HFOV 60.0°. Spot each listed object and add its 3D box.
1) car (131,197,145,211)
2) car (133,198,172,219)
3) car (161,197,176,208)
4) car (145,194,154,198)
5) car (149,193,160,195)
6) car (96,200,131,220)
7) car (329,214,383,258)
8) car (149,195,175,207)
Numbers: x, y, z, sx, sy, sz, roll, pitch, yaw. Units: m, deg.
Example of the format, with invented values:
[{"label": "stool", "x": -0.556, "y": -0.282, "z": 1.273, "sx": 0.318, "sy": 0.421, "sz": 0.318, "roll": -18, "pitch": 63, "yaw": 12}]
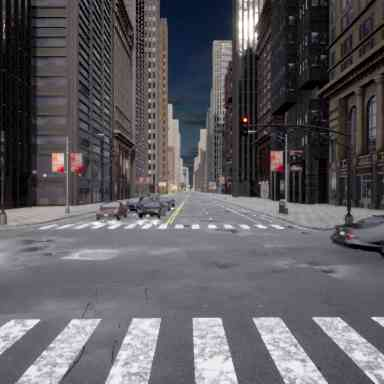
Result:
[{"label": "car", "x": -6.677, "y": 1.580, "z": 37.132, "sx": 1.895, "sy": 1.301, "sz": 4.718, "roll": 0, "pitch": 0, "yaw": 0}, {"label": "car", "x": -3.385, "y": 1.533, "z": 29.460, "sx": 2.033, "sy": 1.411, "sz": 5.357, "roll": 0, "pitch": 0, "yaw": 4}, {"label": "car", "x": -3.457, "y": 1.514, "z": 49.751, "sx": 2.033, "sy": 1.411, "sz": 5.357, "roll": 0, "pitch": 0, "yaw": 0}, {"label": "car", "x": -6.698, "y": 1.474, "z": 47.372, "sx": 1.837, "sy": 1.490, "sz": 4.892, "roll": 0, "pitch": 0, "yaw": 0}, {"label": "car", "x": -6.683, "y": 1.175, "z": 57.821, "sx": 2.150, "sy": 2.045, "sz": 5.566, "roll": 0, "pitch": 0, "yaw": 1}, {"label": "car", "x": -6.656, "y": 1.512, "z": 28.024, "sx": 1.812, "sy": 1.442, "sz": 4.674, "roll": 0, "pitch": 0, "yaw": 0}, {"label": "car", "x": 7.674, "y": 1.434, "z": 11.479, "sx": 5.357, "sy": 1.411, "sz": 2.033, "roll": -1, "pitch": 0, "yaw": 0}, {"label": "car", "x": -3.428, "y": 1.469, "z": 39.200, "sx": 2.128, "sy": 1.511, "sz": 4.902, "roll": 0, "pitch": 0, "yaw": 0}]
